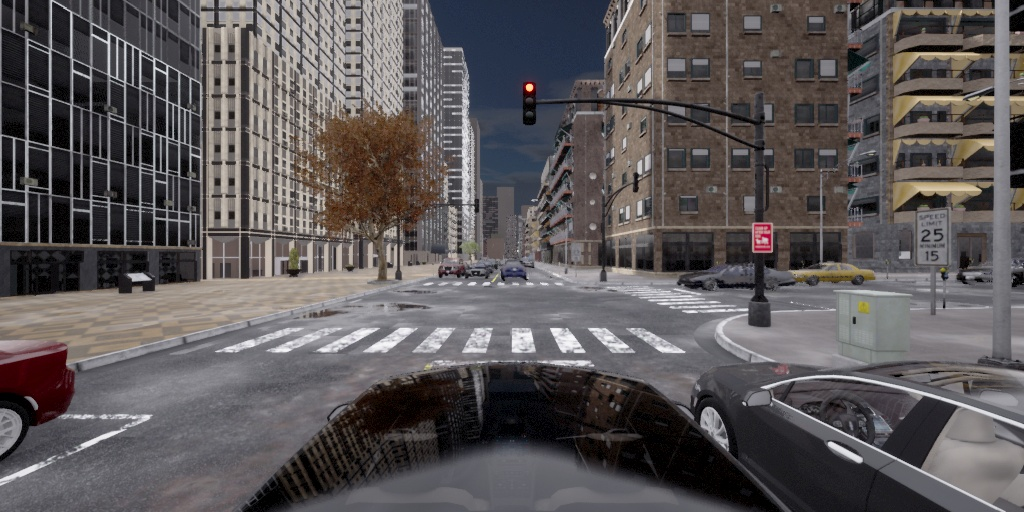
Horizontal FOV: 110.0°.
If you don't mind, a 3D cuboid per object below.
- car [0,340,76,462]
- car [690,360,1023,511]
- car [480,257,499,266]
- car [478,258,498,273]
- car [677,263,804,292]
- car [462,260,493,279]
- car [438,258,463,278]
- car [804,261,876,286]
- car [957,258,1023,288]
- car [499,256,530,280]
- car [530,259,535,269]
[{"bbox_3d":[-5.692,1.295,2.015,1.888,1.381,4.507,0,0,0],"label":"car"},{"bbox_3d":[2.689,1.300,2.016,2.007,1.370,4.403,0,0,0],"label":"car"},{"bbox_3d":[-3.096,1.132,52.421,2.097,1.767,4.553,0,0,0],"label":"car"},{"bbox_3d":[-3.106,1.317,42.270,2.033,1.411,5.357,0,0,0],"label":"car"},{"bbox_3d":[11.738,1.116,18.941,5.357,1.411,2.033,-1,0,3],"label":"car"},{"bbox_3d":[-3.096,1.326,32.885,1.994,1.385,4.181,0,0,1],"label":"car"},{"bbox_3d":[-5.696,1.078,34.402,2.192,1.841,5.009,0,0,0],"label":"car"},{"bbox_3d":[18.829,0.992,21.489,4.829,1.417,1.751,0,0,-1],"label":"car"},{"bbox_3d":[26.681,0.854,18.977,4.902,1.511,2.128,-1,0,-1],"label":"car"},{"bbox_3d":[0.135,1.112,31.179,2.097,1.767,4.553,0,0,-2],"label":"car"},{"bbox_3d":[2.682,1.348,56.494,1.948,1.339,4.313,0,0,0],"label":"car"}]
